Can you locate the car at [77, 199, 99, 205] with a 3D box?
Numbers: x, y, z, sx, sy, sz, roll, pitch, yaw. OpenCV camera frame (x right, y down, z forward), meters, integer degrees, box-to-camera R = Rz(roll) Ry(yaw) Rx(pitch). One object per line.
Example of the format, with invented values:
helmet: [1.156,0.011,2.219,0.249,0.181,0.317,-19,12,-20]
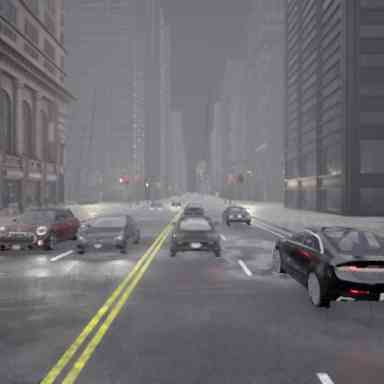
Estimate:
car: [-22.609,2.144,72.236,4.507,1.381,1.887,0,0,0]

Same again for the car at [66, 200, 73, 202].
car: [-28.064,2.079,72.218,4.829,1.417,1.752,0,0,0]

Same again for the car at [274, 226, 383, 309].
car: [3.351,1.578,8.054,2.128,1.511,4.902,0,0,0]

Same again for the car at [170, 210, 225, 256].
car: [0.122,1.667,13.572,1.812,1.442,4.674,0,-1,0]

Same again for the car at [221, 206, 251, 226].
car: [3.405,1.820,26.204,2.033,1.411,5.357,0,-1,0]

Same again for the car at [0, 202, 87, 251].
car: [-6.567,1.503,14.697,2.097,1.767,4.553,0,-1,0]

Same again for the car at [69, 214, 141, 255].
car: [-3.321,1.671,14.066,1.812,1.442,4.674,0,-1,0]

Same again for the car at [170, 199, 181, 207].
car: [-3.094,2.200,65.601,1.812,1.442,4.674,0,-1,0]

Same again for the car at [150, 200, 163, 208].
car: [-6.386,2.150,60.251,1.812,1.442,4.674,0,-1,1]

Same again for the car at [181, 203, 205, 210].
car: [0.169,1.826,31.070,1.837,1.490,4.892,0,-1,0]
